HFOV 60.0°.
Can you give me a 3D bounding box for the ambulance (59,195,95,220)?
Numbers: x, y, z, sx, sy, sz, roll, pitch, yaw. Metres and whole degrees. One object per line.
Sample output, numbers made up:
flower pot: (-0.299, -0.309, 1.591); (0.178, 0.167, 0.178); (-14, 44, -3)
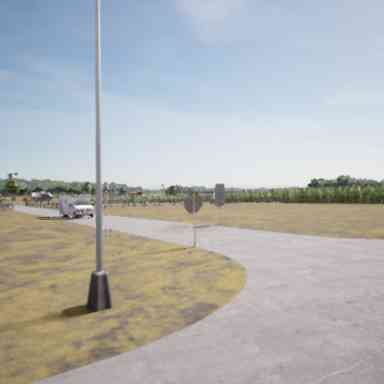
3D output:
ambulance: (-12.278, 1.561, 35.412); (2.351, 2.431, 6.366); (-1, 0, -35)
